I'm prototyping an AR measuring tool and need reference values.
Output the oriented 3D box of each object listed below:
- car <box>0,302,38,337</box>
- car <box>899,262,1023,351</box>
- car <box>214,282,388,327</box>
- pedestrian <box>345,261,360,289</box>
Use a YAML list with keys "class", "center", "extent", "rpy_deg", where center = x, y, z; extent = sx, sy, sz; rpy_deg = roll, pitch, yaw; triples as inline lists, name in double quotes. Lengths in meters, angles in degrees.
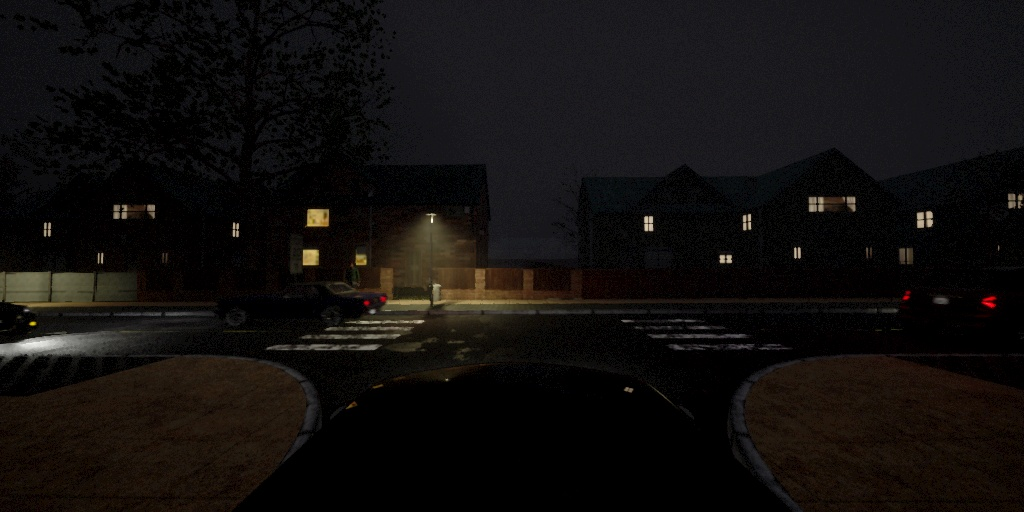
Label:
- class: "car"
  center: [-14.619, 1.470, 8.807]
  extent: [4.181, 1.385, 1.994]
  rpy_deg: [-1, -1, 2]
- class: "car"
  center: [11.766, 1.008, 7.999]
  extent: [4.553, 1.767, 2.097]
  rpy_deg: [0, -1, 2]
- class: "car"
  center: [-6.647, 1.499, 11.510]
  extent: [4.718, 1.301, 1.895]
  rpy_deg: [-1, -1, 2]
- class: "pedestrian"
  center: [-6.453, 1.113, 14.428]
  extent: [0.375, 1.860, 0.375]
  rpy_deg: [0, -1, 2]
